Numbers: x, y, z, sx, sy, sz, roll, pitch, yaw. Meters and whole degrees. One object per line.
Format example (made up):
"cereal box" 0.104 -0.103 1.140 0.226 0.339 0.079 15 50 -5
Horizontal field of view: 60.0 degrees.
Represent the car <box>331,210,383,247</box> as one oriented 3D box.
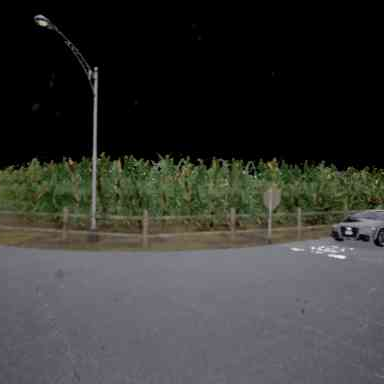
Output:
"car" 8.035 1.498 14.725 4.181 1.385 1.994 1 0 -35
